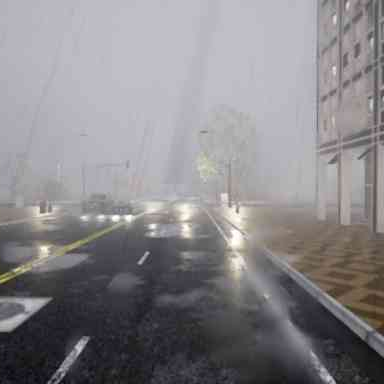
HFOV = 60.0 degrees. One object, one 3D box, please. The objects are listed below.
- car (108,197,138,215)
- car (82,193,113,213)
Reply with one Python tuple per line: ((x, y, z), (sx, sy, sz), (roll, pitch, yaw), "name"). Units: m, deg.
((-6.554, 1.478, 32.799), (1.994, 1.385, 4.181), (0, 0, 0), "car")
((-9.785, 1.129, 35.184), (2.150, 2.045, 5.566), (0, 0, 1), "car")
